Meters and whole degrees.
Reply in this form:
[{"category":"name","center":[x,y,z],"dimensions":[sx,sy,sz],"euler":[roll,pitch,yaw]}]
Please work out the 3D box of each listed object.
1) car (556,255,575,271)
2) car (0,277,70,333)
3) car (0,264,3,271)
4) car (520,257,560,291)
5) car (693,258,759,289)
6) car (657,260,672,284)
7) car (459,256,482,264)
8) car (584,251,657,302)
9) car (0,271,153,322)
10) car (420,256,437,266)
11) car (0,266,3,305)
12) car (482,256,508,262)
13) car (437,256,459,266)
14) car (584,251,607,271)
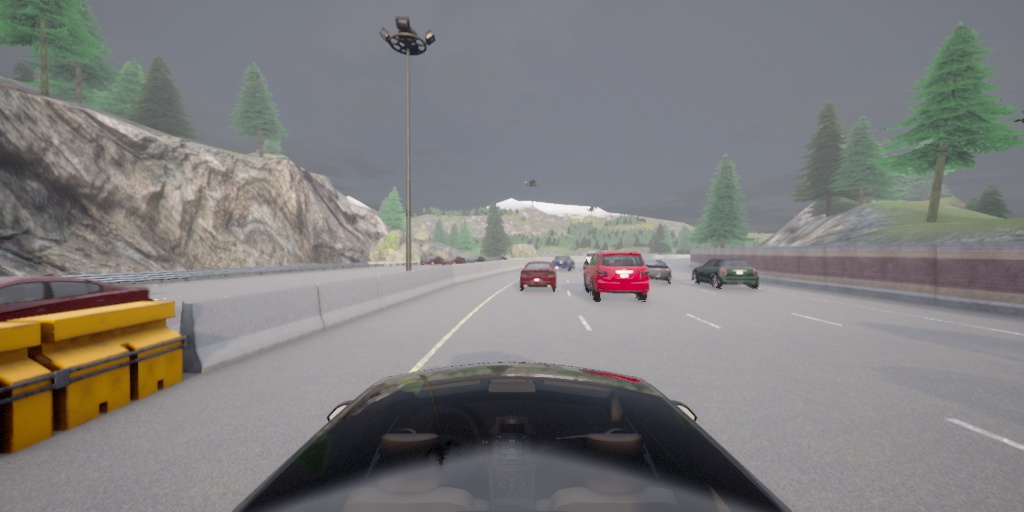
[{"category":"car","center":[5.753,0.686,39.739],"dimensions":[2.097,1.767,4.553],"euler":[0,1,16]},{"category":"car","center":[-13.841,1.282,8.051],"dimensions":[1.895,1.301,4.718],"euler":[0,1,3]},{"category":"car","center":[-17.200,1.012,9.944],"dimensions":[2.097,1.767,4.553],"euler":[0,1,4]},{"category":"car","center":[1.583,1.024,20.277],"dimensions":[1.882,1.535,5.008],"euler":[0,1,8]},{"category":"car","center":[12.314,0.889,20.980],"dimensions":[2.097,1.767,4.553],"euler":[0,1,8]},{"category":"car","center":[9.273,0.994,24.071],"dimensions":[2.128,1.511,4.902],"euler":[0,1,10]},{"category":"car","center":[-5.304,0.705,51.827],"dimensions":[1.882,1.535,5.008],"euler":[0,1,19]},{"category":"car","center":[4.556,0.812,16.240],"dimensions":[2.150,2.045,5.566],"euler":[0,1,6]},{"category":"car","center":[-10.355,1.168,7.189],"dimensions":[1.882,1.535,5.008],"euler":[0,1,3]},{"category":"car","center":[-11.913,0.695,54.134],"dimensions":[1.882,1.535,5.008],"euler":[0,1,19]},{"category":"car","center":[-20.624,1.150,11.370],"dimensions":[1.837,1.490,4.892],"euler":[0,1,4]},{"category":"car","center":[-2.000,0.774,50.673],"dimensions":[1.837,1.490,4.892],"euler":[0,1,19]},{"category":"car","center":[-8.608,0.708,52.981],"dimensions":[1.882,1.535,5.008],"euler":[0,1,19]},{"category":"car","center":[9.146,0.553,39.037],"dimensions":[2.150,2.045,5.566],"euler":[0,0,16]}]
